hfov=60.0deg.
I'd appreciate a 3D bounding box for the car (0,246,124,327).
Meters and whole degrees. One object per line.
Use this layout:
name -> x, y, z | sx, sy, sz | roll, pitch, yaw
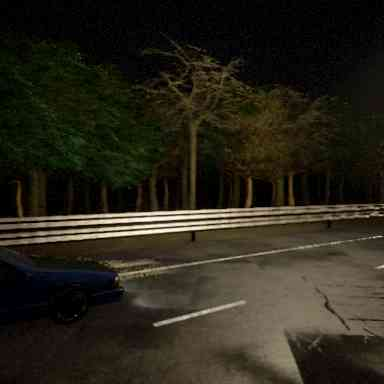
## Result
car -> -3.898, 1.531, 5.363 | 5.357, 1.411, 2.033 | 0, 0, -35
